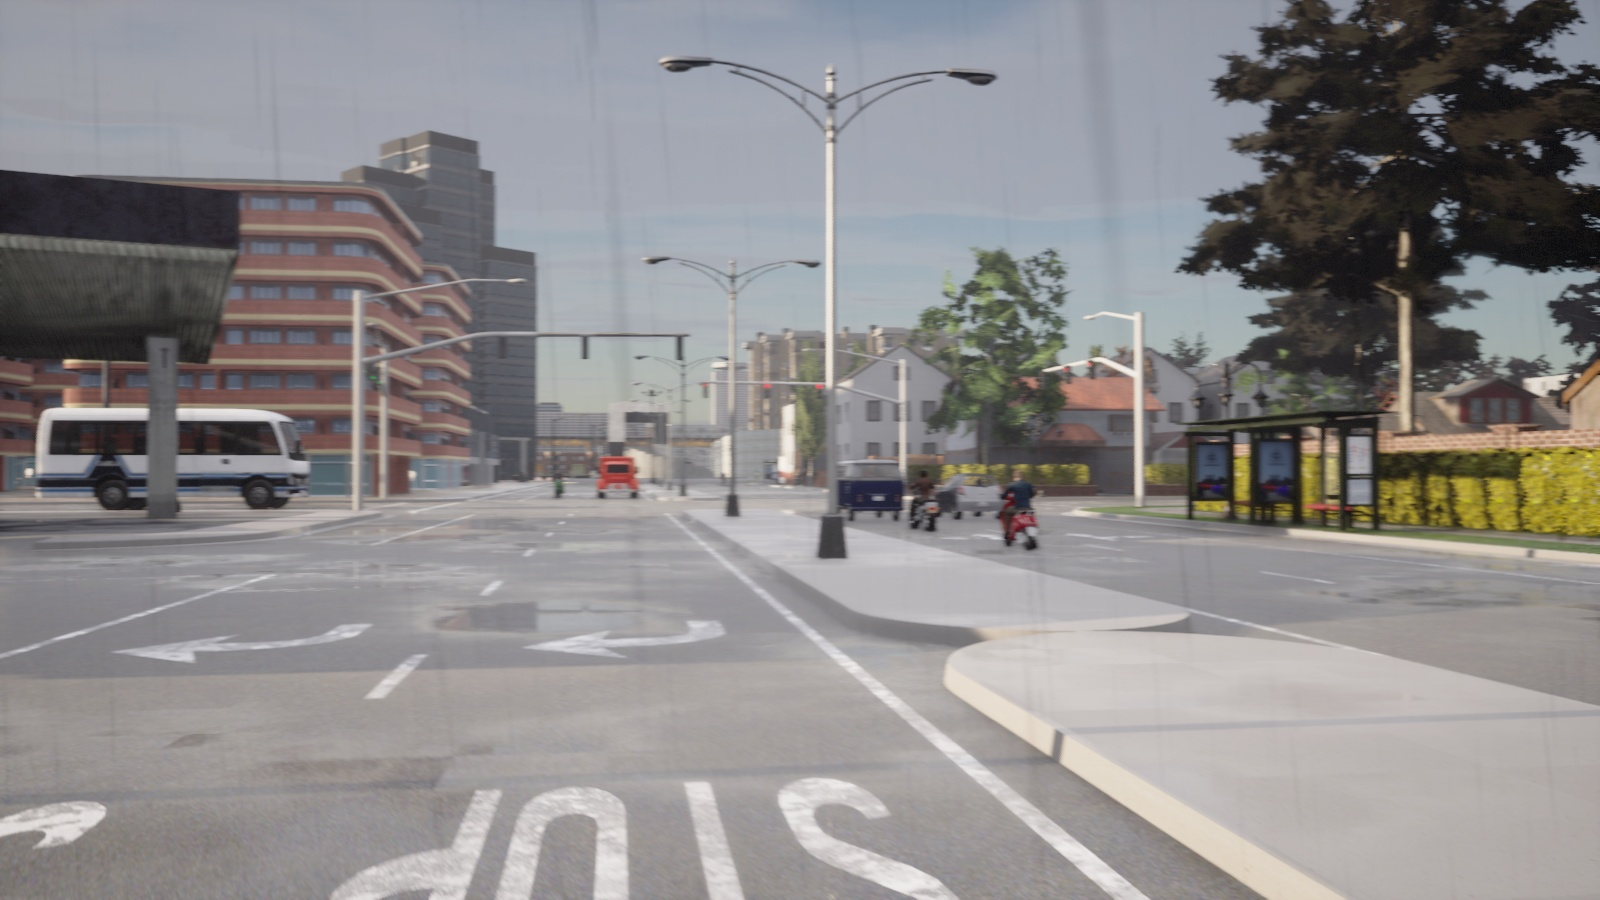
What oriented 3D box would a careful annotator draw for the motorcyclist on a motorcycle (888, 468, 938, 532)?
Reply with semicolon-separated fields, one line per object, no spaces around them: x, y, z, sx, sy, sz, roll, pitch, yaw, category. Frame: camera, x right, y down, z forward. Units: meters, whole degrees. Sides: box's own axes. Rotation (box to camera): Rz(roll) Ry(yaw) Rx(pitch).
3.016;1.327;33.763;0.766;1.649;2.350;0;-1;-9;motorcyclist on a motorcycle

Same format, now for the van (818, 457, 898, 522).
1.848;1.272;41.345;1.775;1.987;4.442;0;-1;-9;van

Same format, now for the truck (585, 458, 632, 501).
-11.437;1.741;75.052;2.627;2.467;5.204;0;-1;-9;truck

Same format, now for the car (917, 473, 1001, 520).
5.276;1.515;42.091;1.845;1.501;3.633;0;-1;-9;car

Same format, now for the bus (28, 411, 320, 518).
-25.999;0.597;52.805;10.273;4.253;3.944;0;-1;-10;bus

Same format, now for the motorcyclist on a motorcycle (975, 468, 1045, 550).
4.262;1.178;25.671;0.866;1.590;1.817;0;-1;-9;motorcyclist on a motorcycle
